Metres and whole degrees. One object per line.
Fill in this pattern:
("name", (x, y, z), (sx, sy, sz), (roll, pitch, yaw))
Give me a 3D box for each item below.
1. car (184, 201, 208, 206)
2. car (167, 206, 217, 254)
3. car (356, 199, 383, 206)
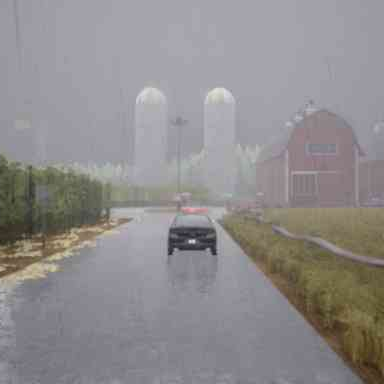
("car", (0.308, 1.537, 28.334), (2.097, 1.767, 4.553), (0, 0, 7))
("car", (0.021, 1.602, 14.206), (1.882, 1.535, 5.008), (0, 0, 0))
("car", (25.518, 1.749, 46.689), (4.674, 1.442, 1.812), (0, 0, -3))
